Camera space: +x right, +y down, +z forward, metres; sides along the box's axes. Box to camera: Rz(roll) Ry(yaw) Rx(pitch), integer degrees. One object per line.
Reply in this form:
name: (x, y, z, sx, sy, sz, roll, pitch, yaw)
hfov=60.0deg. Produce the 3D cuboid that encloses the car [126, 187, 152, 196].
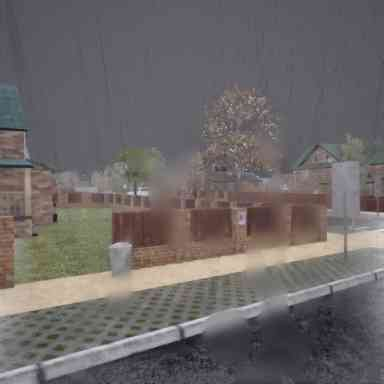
car: (-8.150, 0.284, 50.599, 2.150, 2.045, 5.566, -2, 2, -35)

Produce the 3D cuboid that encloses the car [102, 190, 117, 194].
car: (-15.269, 0.319, 60.955, 2.128, 1.511, 4.902, -2, 2, -33)
